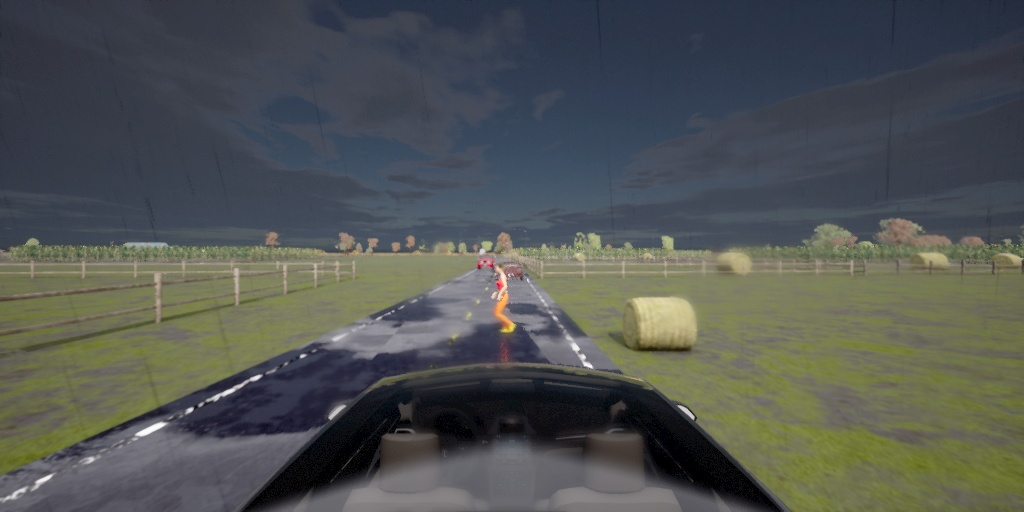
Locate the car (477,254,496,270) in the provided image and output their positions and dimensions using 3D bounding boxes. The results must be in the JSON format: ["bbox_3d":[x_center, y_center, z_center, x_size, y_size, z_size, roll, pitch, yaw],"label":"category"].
[{"bbox_3d":[-3.317,0.732,46.482,2.150,2.045,5.566,0,0,-1],"label":"car"}]

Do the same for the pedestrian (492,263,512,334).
[{"bbox_3d":[-0.257,1.007,8.992,0.375,1.860,0.375,0,1,2],"label":"pedestrian"}]

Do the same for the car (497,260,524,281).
[{"bbox_3d":[-0.087,1.137,28.240,1.812,1.442,4.674,0,1,0],"label":"car"}]

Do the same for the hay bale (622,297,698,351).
[{"bbox_3d":[3.117,1.375,7.734,1.220,1.180,1.240,0,0,0],"label":"hay bale"}]
